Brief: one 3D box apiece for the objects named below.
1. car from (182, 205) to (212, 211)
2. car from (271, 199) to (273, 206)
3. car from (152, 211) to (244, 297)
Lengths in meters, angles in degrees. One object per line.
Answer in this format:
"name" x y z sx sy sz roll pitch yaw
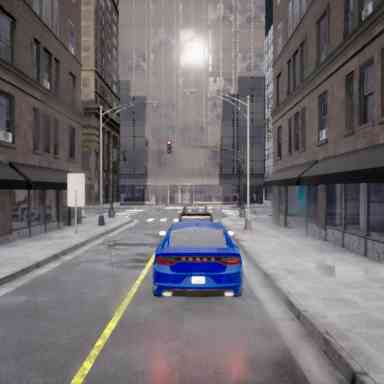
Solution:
"car" 0.182 1.479 19.057 2.128 1.511 4.902 0 0 -1
"car" 12.780 1.056 41.670 5.566 2.045 2.150 0 0 0
"car" 0.125 1.473 8.611 1.882 1.535 5.008 0 0 0
